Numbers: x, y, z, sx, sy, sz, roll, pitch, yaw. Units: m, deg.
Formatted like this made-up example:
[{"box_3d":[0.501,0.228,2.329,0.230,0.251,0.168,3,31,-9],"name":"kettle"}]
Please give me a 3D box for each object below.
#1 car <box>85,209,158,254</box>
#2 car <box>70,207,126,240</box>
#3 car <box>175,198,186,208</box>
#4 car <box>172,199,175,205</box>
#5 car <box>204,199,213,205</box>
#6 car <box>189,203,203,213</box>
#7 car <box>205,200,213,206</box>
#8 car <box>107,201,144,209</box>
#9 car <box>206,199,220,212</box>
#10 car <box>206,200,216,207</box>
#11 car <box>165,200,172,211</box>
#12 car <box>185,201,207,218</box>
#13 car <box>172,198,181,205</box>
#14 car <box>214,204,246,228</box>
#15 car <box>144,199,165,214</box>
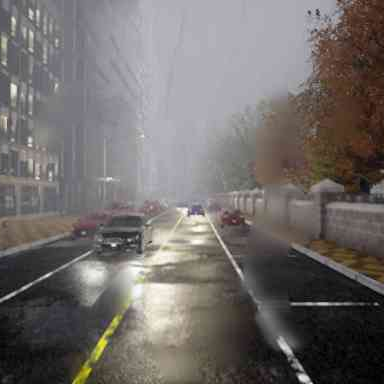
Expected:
[{"box_3d":[-2.786,1.683,14.342,1.837,1.490,4.892,0,-1,0],"name":"car"},{"box_3d":[-5.225,1.773,18.364,1.887,1.381,4.507,0,-1,0],"name":"car"},{"box_3d":[-1.748,2.352,63.616,1.994,1.385,4.181,0,-1,2],"name":"car"},{"box_3d":[-4.617,2.266,57.724,2.008,1.369,4.403,0,-1,2],"name":"car"},{"box_3d":[4.243,2.619,86.486,2.008,1.369,4.403,0,-1,1],"name":"car"},{"box_3d":[0.598,2.170,45.890,1.895,1.301,4.718,0,-1,2],"name":"car"},{"box_3d":[4.142,2.582,80.867,1.802,1.307,4.206,0,-1,1],"name":"car"},{"box_3d":[-5.166,1.613,23.993,2.192,1.841,5.009,0,-1,1],"name":"car"},{"box_3d":[3.278,2.129,47.137,1.887,1.381,4.507,0,-1,1],"name":"car"},{"box_3d":[3.889,2.413,69.634,2.008,1.369,4.403,0,-1,1],"name":"car"},{"box_3d":[-4.772,2.196,52.106,2.008,1.369,4.403,0,-1,1],"name":"car"},{"box_3d":[0.438,1.972,35.975,1.812,1.442,4.674,0,-1,1],"name":"car"},{"box_3d":[-3.938,2.376,85.893,2.192,1.841,5.009,0,-1,1],"name":"car"},{"box_3d":[2.867,1.850,24.579,1.887,1.381,4.507,0,-1,1],"name":"car"},{"box_3d":[-5.035,1.822,40.868,2.192,1.841,5.009,0,-1,1],"name":"car"}]
